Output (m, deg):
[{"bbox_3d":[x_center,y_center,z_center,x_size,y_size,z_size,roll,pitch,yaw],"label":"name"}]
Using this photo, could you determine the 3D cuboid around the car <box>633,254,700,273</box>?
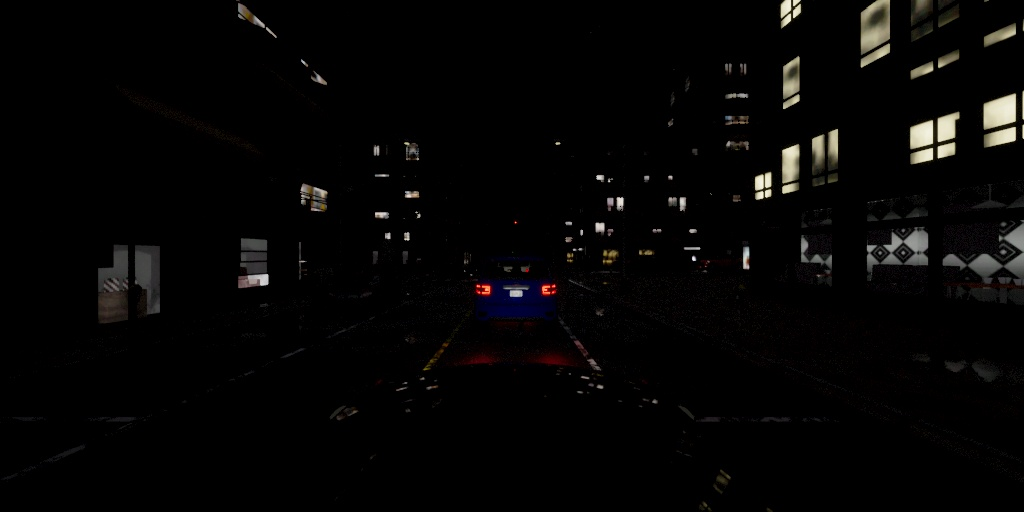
[{"bbox_3d":[14.725,0.778,34.439,5.009,1.841,2.192,0,0,0],"label":"car"}]

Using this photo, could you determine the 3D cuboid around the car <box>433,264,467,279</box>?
[{"bbox_3d":[-5.298,1.432,33.618,4.718,1.301,1.895,-1,0,41],"label":"car"}]

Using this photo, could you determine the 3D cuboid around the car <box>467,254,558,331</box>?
[{"bbox_3d":[0.103,0.971,11.062,2.150,2.045,5.566,0,0,0],"label":"car"}]

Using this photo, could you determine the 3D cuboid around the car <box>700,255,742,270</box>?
[{"bbox_3d":[23.400,0.642,40.301,4.553,1.767,2.097,-1,0,-1],"label":"car"}]

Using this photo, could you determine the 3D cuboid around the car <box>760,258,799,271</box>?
[{"bbox_3d":[25.819,0.822,34.531,4.313,1.339,1.948,0,0,0],"label":"car"}]

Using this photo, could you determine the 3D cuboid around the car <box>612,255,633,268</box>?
[{"bbox_3d":[14.594,0.764,42.819,5.009,1.841,2.192,0,0,0],"label":"car"}]

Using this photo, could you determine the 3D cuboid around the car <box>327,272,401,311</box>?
[{"bbox_3d":[-5.734,1.332,14.468,1.802,1.307,4.207,0,0,0],"label":"car"}]

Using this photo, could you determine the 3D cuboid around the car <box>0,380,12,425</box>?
[{"bbox_3d":[-5.689,1.300,1.551,2.007,1.370,4.403,0,0,0],"label":"car"}]

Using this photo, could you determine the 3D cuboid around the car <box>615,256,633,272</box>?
[{"bbox_3d":[14.435,0.983,40.208,4.674,1.442,1.812,-1,0,-1],"label":"car"}]
